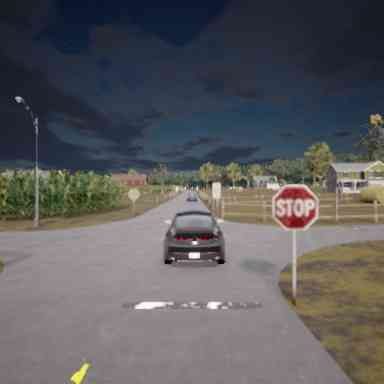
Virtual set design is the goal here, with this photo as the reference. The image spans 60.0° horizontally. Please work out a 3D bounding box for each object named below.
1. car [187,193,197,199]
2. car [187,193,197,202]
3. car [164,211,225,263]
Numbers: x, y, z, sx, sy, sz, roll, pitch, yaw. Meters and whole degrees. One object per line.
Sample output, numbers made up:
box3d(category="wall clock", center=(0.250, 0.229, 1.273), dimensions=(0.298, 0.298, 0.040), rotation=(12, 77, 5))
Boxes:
box3d(category="car", center=(0.000, 0.850, 72.954), dimensions=(2.033, 1.411, 5.357), rotation=(0, 1, 0))
box3d(category="car", center=(0.001, 1.139, 62.948), dimensions=(1.994, 1.385, 4.181), rotation=(0, 1, 0))
box3d(category="car", center=(0.076, 1.407, 11.607), dimensions=(1.837, 1.490, 4.892), rotation=(-1, 2, 0))
